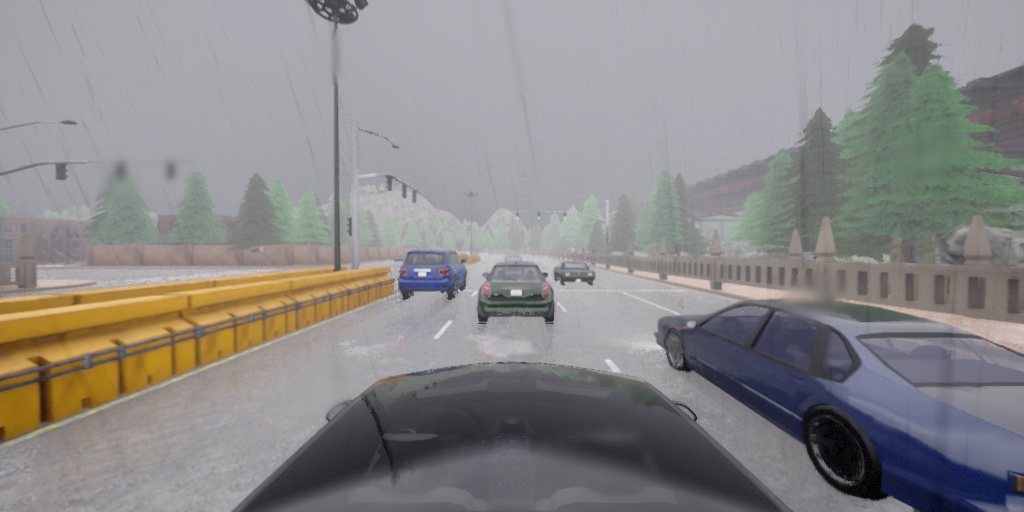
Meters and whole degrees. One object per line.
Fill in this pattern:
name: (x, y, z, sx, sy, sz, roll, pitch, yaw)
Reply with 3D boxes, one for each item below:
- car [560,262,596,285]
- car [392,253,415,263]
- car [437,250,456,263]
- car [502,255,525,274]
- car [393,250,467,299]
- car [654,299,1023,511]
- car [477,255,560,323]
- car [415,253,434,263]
car: (3.621, 1.003, 21.717, 1.895, 1.301, 4.718, 0, 1, 0)
car: (-17.481, 0.315, 57.978, 2.033, 1.411, 5.357, 0, 1, 1)
car: (-10.488, -0.006, 57.825, 2.150, 2.045, 5.566, 0, 1, 1)
car: (0.134, 0.687, 32.748, 1.882, 1.535, 5.008, 0, 1, 0)
car: (-3.386, 0.720, 16.231, 2.150, 2.045, 5.566, 0, 1, 0)
car: (3.605, 1.252, 4.339, 2.033, 1.411, 5.357, 0, 1, 0)
car: (0.113, 0.933, 11.426, 2.097, 1.767, 4.553, 0, 1, 0)
car: (-13.989, 0.278, 57.720, 1.837, 1.490, 4.892, 0, 1, 1)
